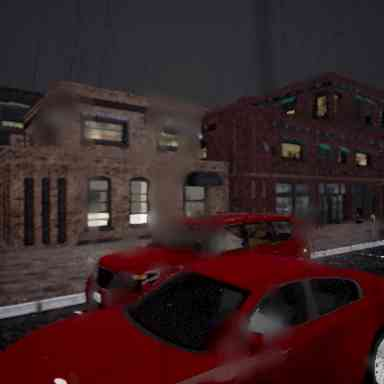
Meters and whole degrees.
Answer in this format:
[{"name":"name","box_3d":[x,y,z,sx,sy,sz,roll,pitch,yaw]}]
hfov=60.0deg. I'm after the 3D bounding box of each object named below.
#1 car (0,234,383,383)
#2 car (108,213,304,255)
[{"name":"car","box_3d":[0.528,1.532,3.762,5.008,1.535,1.882,1,-1,-35]},{"name":"car","box_3d":[0.466,1.415,6.944,5.009,1.841,2.192,1,-2,-37]}]
